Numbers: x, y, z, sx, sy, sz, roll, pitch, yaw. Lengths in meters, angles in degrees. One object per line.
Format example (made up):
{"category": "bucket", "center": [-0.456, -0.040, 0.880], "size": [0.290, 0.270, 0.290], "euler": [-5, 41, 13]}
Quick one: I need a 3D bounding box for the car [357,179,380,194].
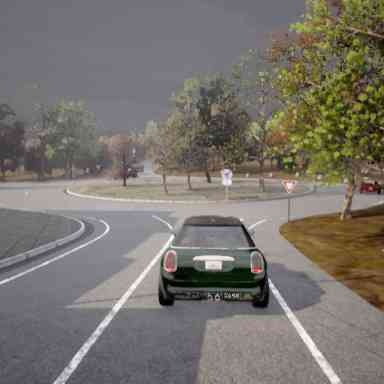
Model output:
{"category": "car", "center": [19.695, -0.754, 37.083], "size": [1.882, 1.535, 5.008], "euler": [3, 7, 23]}

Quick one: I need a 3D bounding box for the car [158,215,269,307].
{"category": "car", "center": [0.487, 1.330, 8.125], "size": [2.097, 1.767, 4.553], "euler": [0, 0, 3]}
